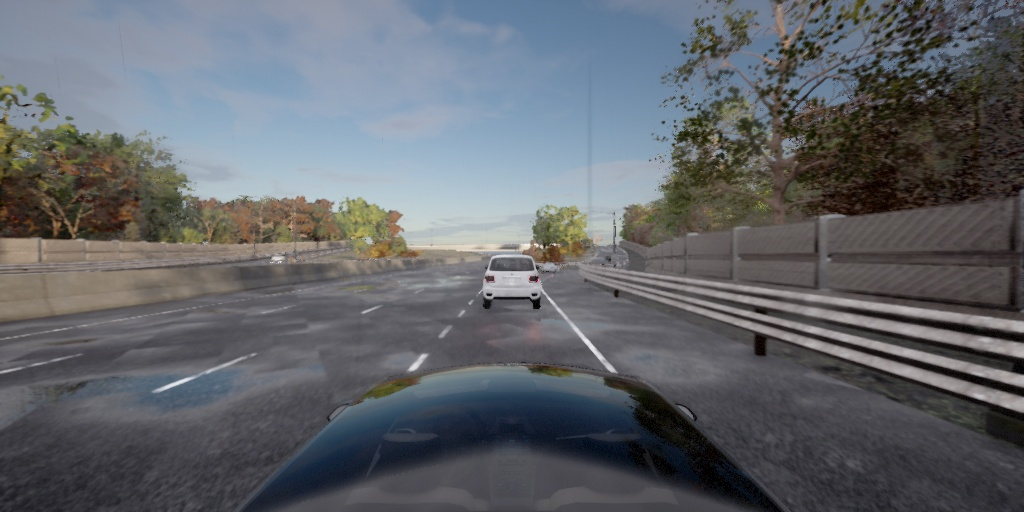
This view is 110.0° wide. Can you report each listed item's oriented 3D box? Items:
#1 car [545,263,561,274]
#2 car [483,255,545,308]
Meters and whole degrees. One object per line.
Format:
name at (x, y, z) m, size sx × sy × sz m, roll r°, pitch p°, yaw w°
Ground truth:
car at (5.205, 1.607, 47.344) m, size 1.812 × 1.442 × 4.674 m, roll 0°, pitch -1°, yaw 20°
car at (0.008, 0.975, 15.311) m, size 2.150 × 2.045 × 5.566 m, roll 0°, pitch 0°, yaw 0°
